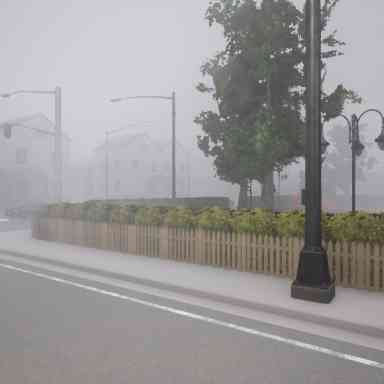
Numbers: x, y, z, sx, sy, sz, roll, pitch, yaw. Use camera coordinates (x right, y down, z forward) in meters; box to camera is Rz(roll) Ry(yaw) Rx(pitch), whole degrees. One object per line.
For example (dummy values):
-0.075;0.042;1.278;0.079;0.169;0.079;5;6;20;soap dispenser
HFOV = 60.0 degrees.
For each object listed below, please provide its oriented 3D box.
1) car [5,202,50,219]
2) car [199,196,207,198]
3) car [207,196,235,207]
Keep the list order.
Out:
-14.017;1.564;29.258;1.994;1.385;4.181;0;0;35;car
1.890;1.352;52.023;2.097;1.767;4.553;0;0;35;car
4.684;1.490;49.619;2.128;1.511;4.902;0;0;35;car
